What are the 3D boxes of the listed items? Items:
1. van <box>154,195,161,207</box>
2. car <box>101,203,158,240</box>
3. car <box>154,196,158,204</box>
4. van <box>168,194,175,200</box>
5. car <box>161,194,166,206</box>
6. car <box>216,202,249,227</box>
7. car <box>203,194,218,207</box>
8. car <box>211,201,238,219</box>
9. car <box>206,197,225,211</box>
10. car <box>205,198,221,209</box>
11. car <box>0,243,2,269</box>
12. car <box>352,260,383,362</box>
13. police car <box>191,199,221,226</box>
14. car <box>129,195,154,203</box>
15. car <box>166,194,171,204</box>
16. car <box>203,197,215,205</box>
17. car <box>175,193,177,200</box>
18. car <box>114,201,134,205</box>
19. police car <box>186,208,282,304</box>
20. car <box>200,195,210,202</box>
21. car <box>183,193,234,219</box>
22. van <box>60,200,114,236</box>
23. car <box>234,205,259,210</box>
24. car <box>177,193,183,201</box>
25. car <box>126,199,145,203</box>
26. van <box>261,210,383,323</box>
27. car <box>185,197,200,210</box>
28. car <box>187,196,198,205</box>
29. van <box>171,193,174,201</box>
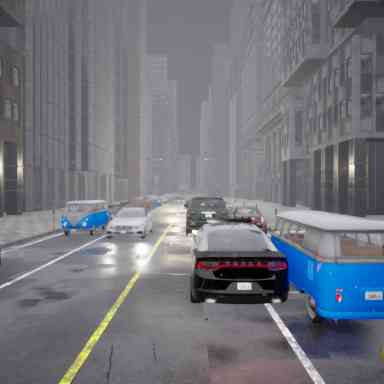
[{"bbox_3d":[-5.706,1.344,46.361,1.690,1.788,3.998,0,0,0],"label":"van"},{"bbox_3d":[-3.079,1.526,17.273,1.812,1.442,4.674,0,0,0],"label":"car"},{"bbox_3d":[-5.712,1.547,40.724,1.887,1.381,4.507,0,0,0],"label":"car"},{"bbox_3d":[-5.647,1.354,91.454,1.690,1.788,3.998,0,0,0],"label":"van"},{"bbox_3d":[-5.698,1.444,51.997,1.967,1.590,4.097,0,0,0],"label":"car"},{"bbox_3d":[2.791,1.526,23.984,1.752,1.417,4.829,0,0,0],"label":"car"},{"bbox_3d":[2.827,1.319,51.995,2.192,1.841,5.009,0,0,0],"label":"car"},{"bbox_3d":[2.798,1.552,29.450,2.008,1.369,4.403,0,0,0],"label":"car"},{"bbox_3d":[2.812,1.442,40.722,1.967,1.590,4.097,0,0,0],"label":"car"},{"bbox_3d":[2.820,1.569,46.359,1.947,1.339,4.313,0,0,0],"label":"car"},{"bbox_3d":[-5.757,1.566,6.903,1.947,1.339,4.313,0,0,0],"label":"car"},{"bbox_3d":[2.761,1.525,1.438,1.752,1.417,4.829,0,0,0],"label":"car"},{"bbox_3d":[0.931,1.426,24.332,1.930,1.638,5.238,0,0,0],"label":"police car"},{"bbox_3d":[-5.721,1.317,35.087,2.192,1.841,5.009,0,0,0],"label":"car"},{"bbox_3d":[-5.683,1.445,63.271,1.967,1.590,4.097,0,0,0],"label":"car"},{"bbox_3d":[2.835,1.549,57.632,1.887,1.381,4.507,0,0,0],"label":"car"},{"bbox_3d":[-5.653,1.561,85.817,2.008,1.369,4.403,0,0,0],"label":"car"},{"bbox_3d":[-5.735,1.567,23.813,1.947,1.339,4.313,0,0,0],"label":"car"},{"bbox_3d":[0.910,1.425,8.332,1.930,1.638,5.238,0,0,0],"label":"police car"},{"bbox_3d":[2.857,1.447,74.540,1.967,1.590,4.097,0,0,0],"label":"car"},{"bbox_3d":[0.756,1.216,18.245,2.150,2.045,5.566,0,0,0],"label":"car"},{"bbox_3d":[-5.743,1.342,18.177,1.690,1.788,3.998,0,0,0],"label":"van"},{"bbox_3d":[2.783,1.441,18.177,1.967,1.590,4.097,0,0,0],"label":"car"},{"bbox_3d":[-2.885,1.575,87.876,1.994,1.385,4.181,0,0,0],"label":"car"},{"bbox_3d":[-5.727,1.567,29.450,1.947,1.339,4.313,0,0,0],"label":"car"},{"bbox_3d":[2.767,1.341,6.904,1.690,1.788,3.998,0,0,0],"label":"van"},{"bbox_3d":[0.095,1.508,45.055,1.837,1.490,4.892,0,0,1],"label":"car"},{"bbox_3d":[0.075,1.509,58.068,1.837,1.490,4.892,0,0,0],"label":"car"},{"bbox_3d":[-5.668,1.348,74.544,1.690,1.788,3.998,0,0,0],"label":"van"}]
